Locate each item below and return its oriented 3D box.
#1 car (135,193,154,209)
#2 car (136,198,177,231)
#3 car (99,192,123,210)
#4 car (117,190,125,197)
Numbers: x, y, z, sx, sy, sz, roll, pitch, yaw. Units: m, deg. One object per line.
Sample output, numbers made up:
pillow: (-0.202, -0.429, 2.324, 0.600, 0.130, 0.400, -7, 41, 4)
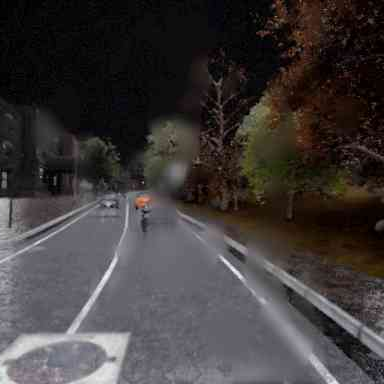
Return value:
car: (-5.291, 0.910, 37.171, 2.097, 1.767, 4.553, 1, 1, -11)
car: (-2.019, 1.340, 19.407, 2.128, 1.511, 4.902, 1, 1, -9)
car: (-8.641, 1.034, 35.035, 2.128, 1.511, 4.902, 1, 1, -11)
car: (-16.229, 0.391, 75.328, 2.128, 1.511, 4.902, 1, 1, -11)
